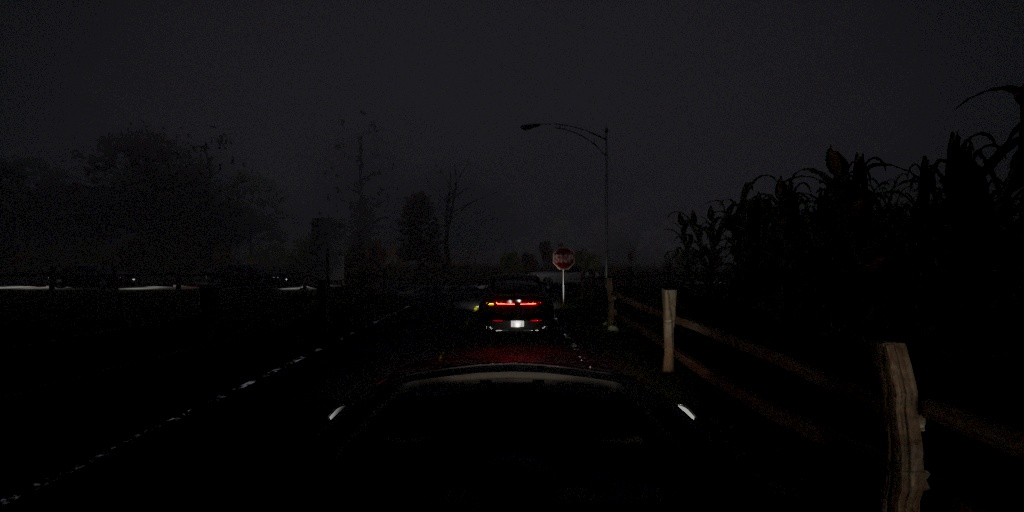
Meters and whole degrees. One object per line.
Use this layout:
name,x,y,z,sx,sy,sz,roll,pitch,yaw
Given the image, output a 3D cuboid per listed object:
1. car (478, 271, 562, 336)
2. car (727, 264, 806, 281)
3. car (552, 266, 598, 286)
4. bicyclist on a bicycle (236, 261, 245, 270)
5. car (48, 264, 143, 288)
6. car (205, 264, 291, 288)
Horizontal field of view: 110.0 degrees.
car,0.071,1.255,10.366,1.837,1.490,4.892,0,0,-1
car,18.579,1.255,25.823,5.357,1.411,2.033,0,0,1
car,3.364,1.339,24.350,4.718,1.301,1.895,0,0,-21
bicyclist on a bicycle,-22.402,1.241,29.442,0.582,1.620,1.656,0,0,1
car,-27.249,1.294,23.540,4.892,1.490,1.837,0,0,0
car,-17.116,1.281,23.391,4.892,1.490,1.837,0,0,1
